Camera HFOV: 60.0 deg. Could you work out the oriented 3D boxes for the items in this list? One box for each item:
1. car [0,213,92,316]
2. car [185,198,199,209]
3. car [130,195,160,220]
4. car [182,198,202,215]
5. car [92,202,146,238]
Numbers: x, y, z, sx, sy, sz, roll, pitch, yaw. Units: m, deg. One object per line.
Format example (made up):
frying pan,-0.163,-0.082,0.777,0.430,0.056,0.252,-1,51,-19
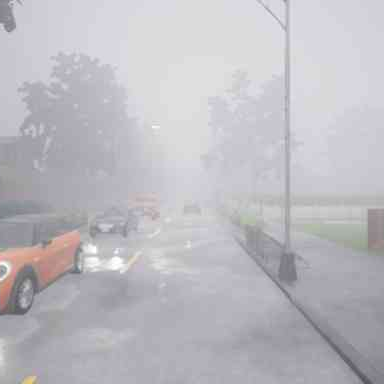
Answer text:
car,-4.091,1.363,7.578,2.097,1.767,4.553,0,0,0
car,0.044,1.573,46.845,1.837,1.490,4.892,0,-1,1
car,-3.994,1.265,28.546,2.150,2.045,5.566,0,0,0
car,0.031,1.578,34.589,1.812,1.442,4.674,0,0,0
car,-4.055,1.519,18.032,2.128,1.511,4.902,0,0,0
